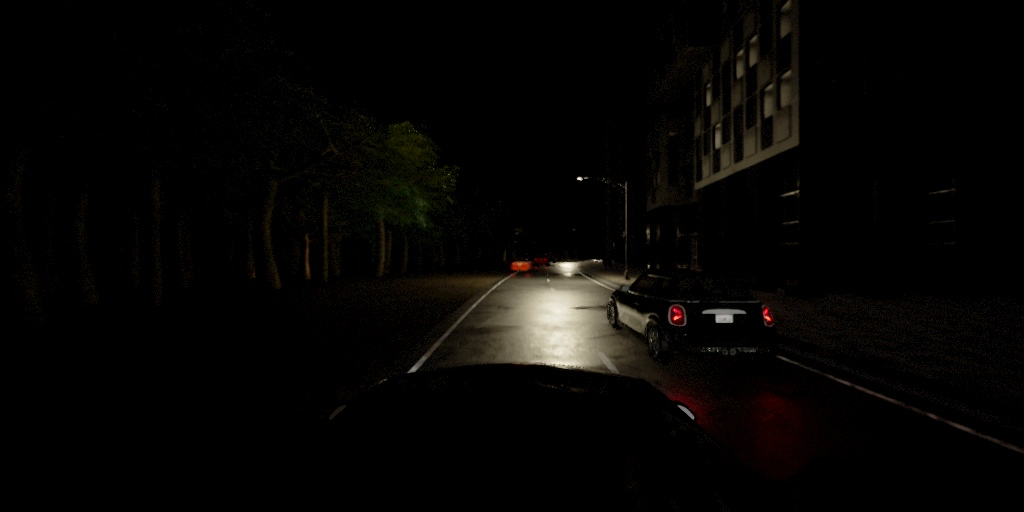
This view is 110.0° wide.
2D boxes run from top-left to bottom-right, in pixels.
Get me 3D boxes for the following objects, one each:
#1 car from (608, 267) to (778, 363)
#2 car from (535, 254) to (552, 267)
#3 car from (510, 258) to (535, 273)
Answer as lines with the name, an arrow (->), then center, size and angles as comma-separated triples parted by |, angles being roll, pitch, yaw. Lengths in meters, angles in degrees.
car -> 3.726, 1.102, 8.342 | 2.097, 1.767, 4.553 | 0, 0, 1
car -> 4.930, 0.684, 59.154 | 2.150, 2.045, 5.566 | 0, 1, 10
car -> 1.082, 0.953, 40.563 | 2.097, 1.767, 4.553 | 0, 0, 7
